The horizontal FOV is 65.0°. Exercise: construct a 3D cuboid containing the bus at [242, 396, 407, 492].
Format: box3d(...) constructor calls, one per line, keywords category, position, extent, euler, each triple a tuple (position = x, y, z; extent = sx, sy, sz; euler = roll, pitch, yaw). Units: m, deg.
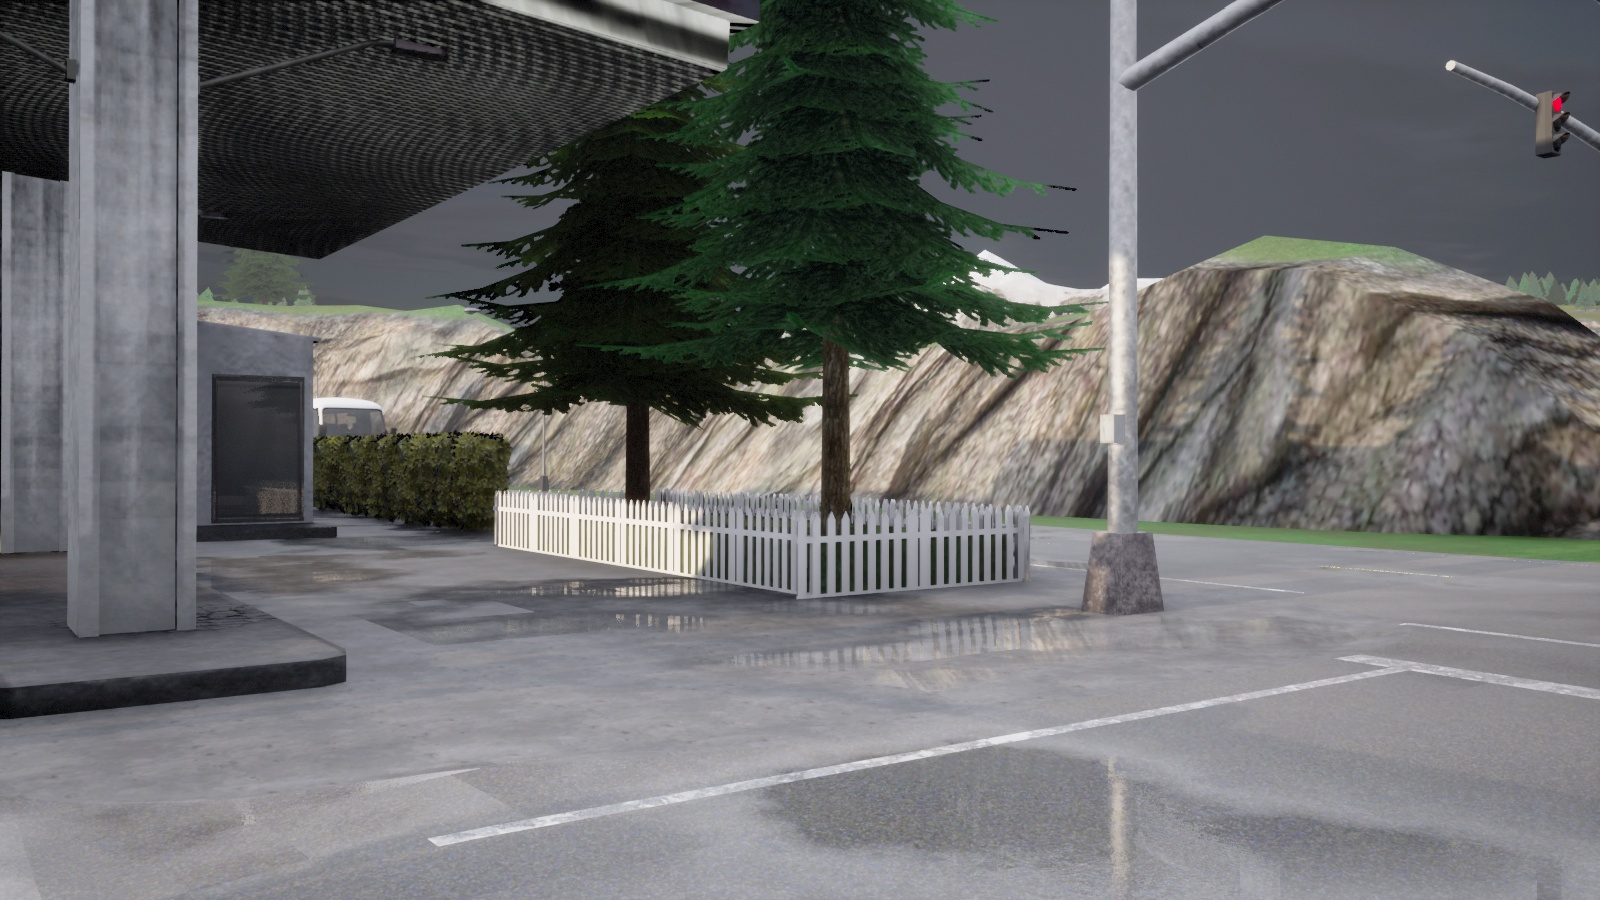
box3d(category="bus", position=(-23.031, -0.244, 60.362), extent=(3.944, 4.253, 10.273), euler=(0, 0, -42))
